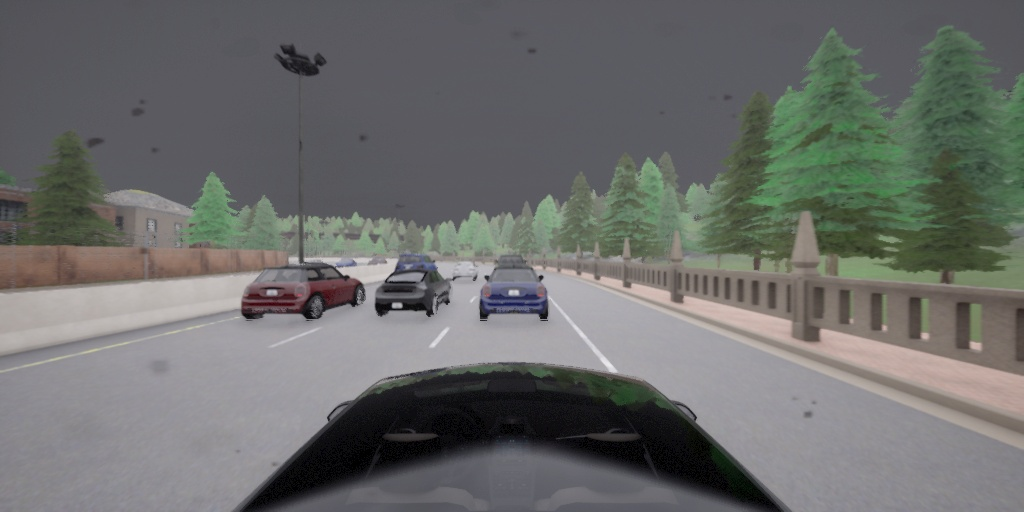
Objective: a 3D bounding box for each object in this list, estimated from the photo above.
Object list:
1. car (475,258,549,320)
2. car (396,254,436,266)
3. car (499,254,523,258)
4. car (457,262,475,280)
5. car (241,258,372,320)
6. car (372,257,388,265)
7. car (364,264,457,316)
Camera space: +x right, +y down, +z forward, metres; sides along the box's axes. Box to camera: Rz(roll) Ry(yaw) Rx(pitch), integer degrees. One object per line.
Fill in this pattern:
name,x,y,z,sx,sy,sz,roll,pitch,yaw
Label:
car,0.068,1.063,12.503,2.097,1.767,4.553,0,0,0
car,-7.117,0.882,27.001,2.150,2.045,5.566,0,1,-2
car,-0.123,0.882,27.048,2.150,2.045,5.566,0,0,-2
car,-3.744,1.177,29.081,1.812,1.442,4.674,0,0,-3
car,-6.932,1.063,12.506,2.097,1.767,4.553,0,0,0
car,-16.917,0.943,45.469,2.097,1.767,4.553,0,0,-14
car,-3.427,1.215,13.171,1.837,1.490,4.892,0,1,0
